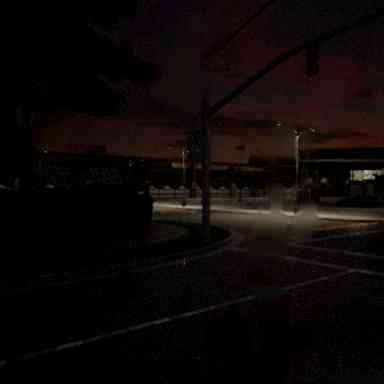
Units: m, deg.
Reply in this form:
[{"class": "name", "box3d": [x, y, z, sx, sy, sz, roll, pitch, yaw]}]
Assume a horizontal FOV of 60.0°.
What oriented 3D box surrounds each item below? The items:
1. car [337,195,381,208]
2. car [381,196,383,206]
[{"class": "car", "box3d": [21.376, 1.191, 43.459, 2.242, 1.667, 4.611, 0, 0, -35]}, {"class": "car", "box3d": [25.641, 1.338, 47.383, 1.970, 1.475, 3.806, 0, 0, -35]}]
